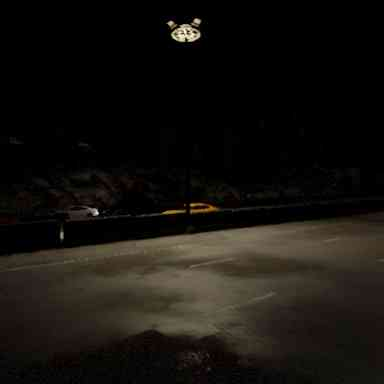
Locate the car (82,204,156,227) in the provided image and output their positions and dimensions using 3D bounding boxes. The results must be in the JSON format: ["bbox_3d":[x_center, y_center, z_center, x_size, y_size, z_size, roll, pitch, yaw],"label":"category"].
[{"bbox_3d":[-4.606,1.792,22.361,4.674,1.442,1.812,-1,0,-37],"label":"car"}]

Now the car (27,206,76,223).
[{"bbox_3d":[-12.148,1.996,25.512,5.357,1.411,2.033,-1,-1,-37],"label":"car"}]

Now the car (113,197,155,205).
[{"bbox_3d":[-6.371,1.596,34.308,5.566,2.045,2.150,-1,0,-37],"label":"car"}]

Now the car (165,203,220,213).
[{"bbox_3d":[0.004,1.660,25.961,5.008,1.535,1.882,-1,0,-37],"label":"car"}]

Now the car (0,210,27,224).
[{"bbox_3d":[-11.584,1.850,17.128,5.008,1.535,1.882,-1,0,-37],"label":"car"}]

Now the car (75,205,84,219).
[{"bbox_3d":[-10.995,1.985,30.691,4.674,1.442,1.812,-1,0,-37],"label":"car"}]
